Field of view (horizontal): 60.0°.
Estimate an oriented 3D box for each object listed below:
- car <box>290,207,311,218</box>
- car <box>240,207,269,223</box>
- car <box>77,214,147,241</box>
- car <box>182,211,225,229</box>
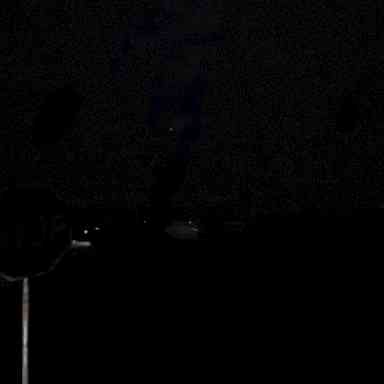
[{"bbox_3d":[15.859,2.872,48.418,1.882,1.535,5.008,1,-2,35],"label":"car"},{"bbox_3d":[6.859,2.445,35.835,1.837,1.490,4.892,1,-1,36],"label":"car"},{"bbox_3d":[-4.604,2.019,19.627,1.994,1.385,4.181,1,-1,35],"label":"car"},{"bbox_3d":[1.022,2.245,27.577,1.994,1.385,4.181,1,-1,36],"label":"car"}]
